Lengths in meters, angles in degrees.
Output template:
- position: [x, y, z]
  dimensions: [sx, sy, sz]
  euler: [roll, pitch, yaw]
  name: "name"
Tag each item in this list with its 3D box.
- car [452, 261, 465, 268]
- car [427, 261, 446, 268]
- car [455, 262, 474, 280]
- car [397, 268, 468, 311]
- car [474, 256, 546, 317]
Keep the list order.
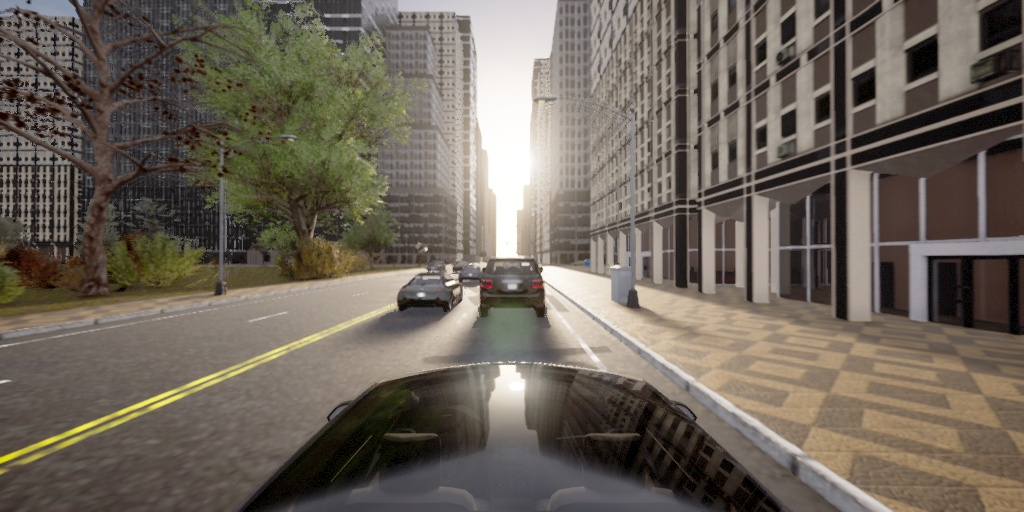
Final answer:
- position: [-6.605, 1.435, 46.944]
  dimensions: [1.882, 1.535, 5.008]
  euler: [0, 0, 0]
  name: "car"
- position: [-9.854, 1.449, 47.002]
  dimensions: [2.128, 1.511, 4.902]
  euler: [0, 0, 0]
  name: "car"
- position: [-3.207, 1.418, 29.775]
  dimensions: [1.994, 1.385, 4.181]
  euler: [0, 0, 0]
  name: "car"
- position: [-3.206, 1.355, 14.733]
  dimensions: [1.994, 1.385, 4.181]
  euler: [0, 0, 0]
  name: "car"
- position: [0.030, 1.008, 13.445]
  dimensions: [2.150, 2.045, 5.566]
  euler: [0, 0, 0]
  name: "car"
